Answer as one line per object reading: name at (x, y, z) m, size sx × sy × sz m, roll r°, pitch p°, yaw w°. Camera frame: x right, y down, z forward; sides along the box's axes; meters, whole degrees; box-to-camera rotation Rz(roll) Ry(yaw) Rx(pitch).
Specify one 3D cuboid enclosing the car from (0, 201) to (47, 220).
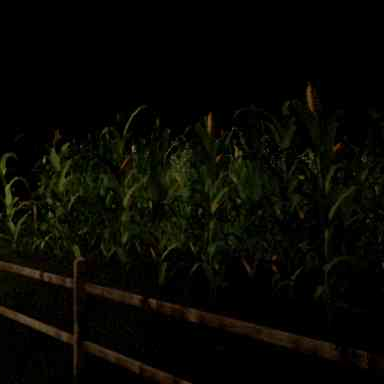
car at (-12.564, 1.326, 24.637) m, size 1.895 × 1.301 × 4.718 m, roll 0°, pitch 1°, yaw 38°
